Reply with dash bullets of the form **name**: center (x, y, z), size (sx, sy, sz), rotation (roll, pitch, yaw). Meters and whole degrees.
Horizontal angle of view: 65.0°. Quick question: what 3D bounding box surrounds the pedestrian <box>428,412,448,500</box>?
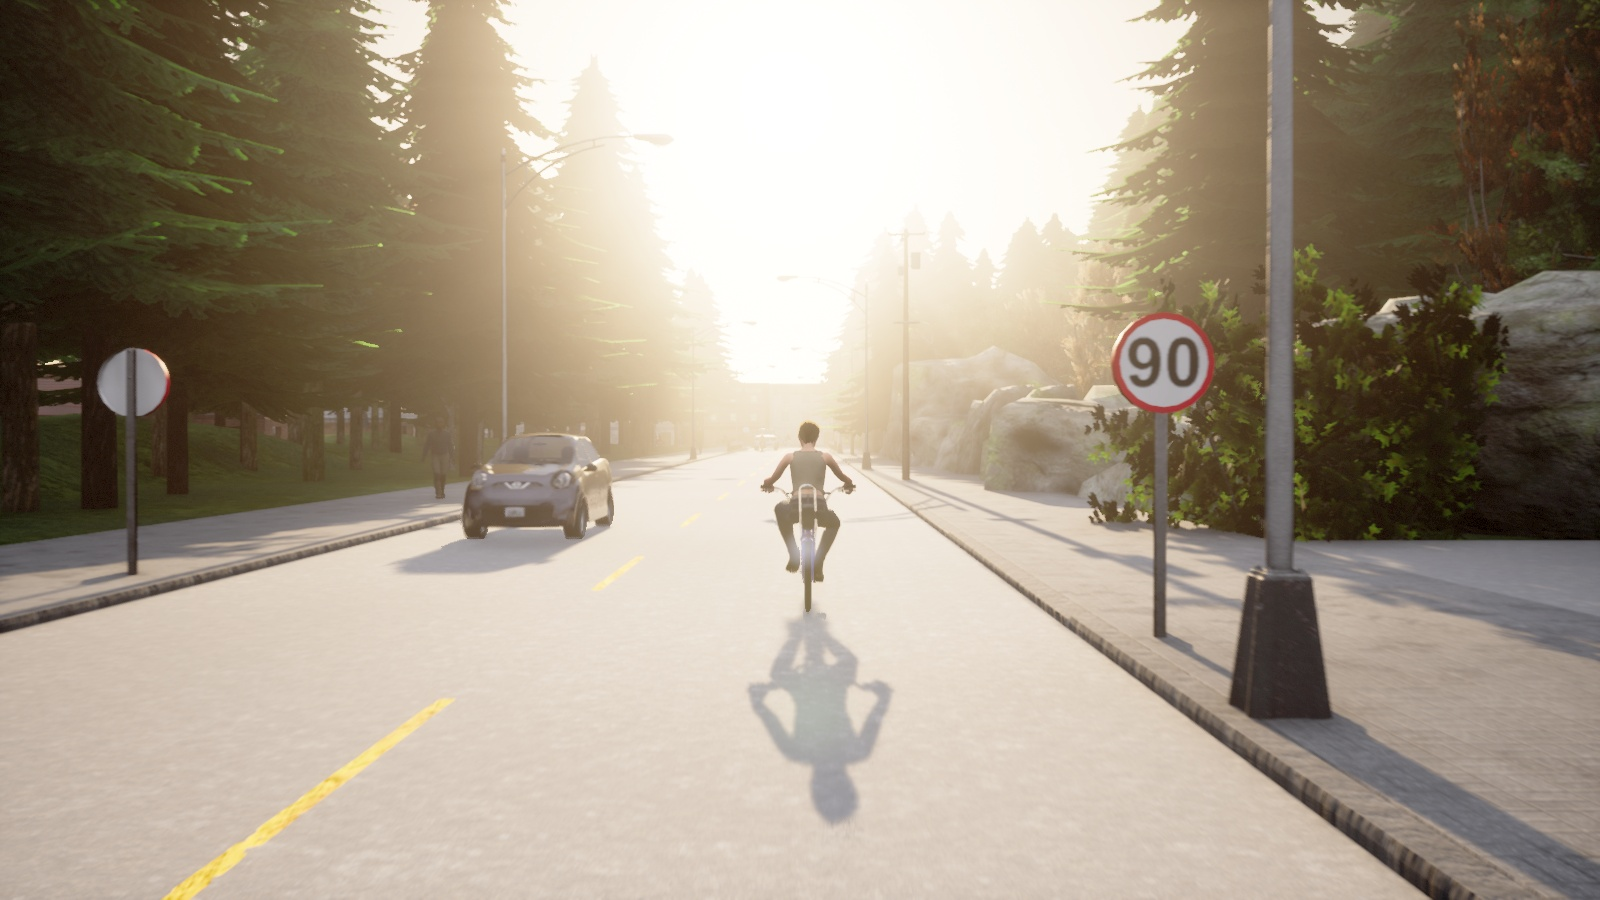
- **pedestrian**: center (-7.703, 0.119, 26.712), size (0.370, 1.835, 0.726), rotation (0, 1, -18)

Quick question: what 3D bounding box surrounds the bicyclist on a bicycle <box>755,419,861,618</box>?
- **bicyclist on a bicycle**: center (0.071, 0.546, 10.954), size (0.866, 1.612, 1.509), rotation (0, 1, 1)

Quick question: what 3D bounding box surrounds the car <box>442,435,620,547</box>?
- **car**: center (-3.880, 0.525, 18.691), size (1.845, 1.501, 3.633), rotation (0, 1, 0)
